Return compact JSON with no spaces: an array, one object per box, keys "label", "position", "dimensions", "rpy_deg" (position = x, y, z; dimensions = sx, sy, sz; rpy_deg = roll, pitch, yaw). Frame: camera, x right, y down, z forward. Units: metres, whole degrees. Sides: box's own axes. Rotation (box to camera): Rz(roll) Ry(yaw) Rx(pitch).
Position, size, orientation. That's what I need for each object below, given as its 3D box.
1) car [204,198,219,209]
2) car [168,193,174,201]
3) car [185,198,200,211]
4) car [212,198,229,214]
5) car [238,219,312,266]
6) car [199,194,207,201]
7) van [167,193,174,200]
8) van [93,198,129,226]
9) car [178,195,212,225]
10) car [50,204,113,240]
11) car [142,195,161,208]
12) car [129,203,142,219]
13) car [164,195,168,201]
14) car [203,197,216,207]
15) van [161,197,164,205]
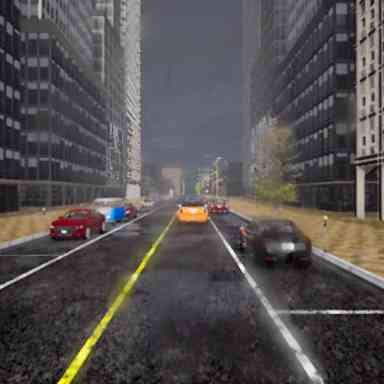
[{"label":"car","position":[2.641,1.542,45.534],"dimensions":[1.802,1.307,4.206],"rpy_deg":[0,0,0]},{"label":"car","position":[-5.778,1.443,79.522],"dimensions":[1.752,1.417,4.829],"rpy_deg":[0,0,0]},{"label":"car","position":[0.055,1.490,41.616],"dimensions":[1.812,1.442,4.674],"rpy_deg":[0,0,0]},{"label":"car","position":[2.655,1.412,34.150],"dimensions":[1.967,1.590,4.097],"rpy_deg":[0,0,0]},{"label":"car","position":[2.680,1.558,11.383],"dimensions":[1.947,1.339,4.313],"rpy_deg":[0,0,0]},{"label":"car","position":[2.603,1.357,79.686],"dimensions":[1.967,1.590,4.097],"rpy_deg":[0,0,0]},{"label":"van","position":[-5.790,1.242,91.076],"dimensions":[1.690,1.788,3.998],"rpy_deg":[0,0,0]},{"label":"van","position":[-5.713,1.324,22.771],"dimensions":[1.690,1.788,3.998],"rpy_deg":[0,0,0]},{"label":"car","position":[0.072,1.335,24.216],"dimensions":[2.097,1.767,4.553],"rpy_deg":[0,0,0]},{"label":"car","position":[-5.707,1.533,17.078],"dimensions":[1.887,1.381,4.507],"rpy_deg":[0,0,0]},{"label":"car","position":[-5.739,1.400,45.539],"dimensions":[1.967,1.590,4.097],"rpy_deg":[0,0,0]},{"label":"car","position":[-5.720,1.560,28.463],"dimensions":[1.802,1.307,4.206],"rpy_deg":[0,0,0]},{"label":"car","position":[-5.752,1.512,56.924],"dimensions":[1.947,1.339,4.313],"rpy_deg":[0,0,0]},{"label":"car","position":[2.634,1.478,51.397],"dimensions":[1.752,1.417,4.829],"rpy_deg":[0,0,0]},{"label":"van","position":[-5.745,1.294,51.232],"dimensions":[1.690,1.788,3.998],"rpy_deg":[0,0,0]}]
